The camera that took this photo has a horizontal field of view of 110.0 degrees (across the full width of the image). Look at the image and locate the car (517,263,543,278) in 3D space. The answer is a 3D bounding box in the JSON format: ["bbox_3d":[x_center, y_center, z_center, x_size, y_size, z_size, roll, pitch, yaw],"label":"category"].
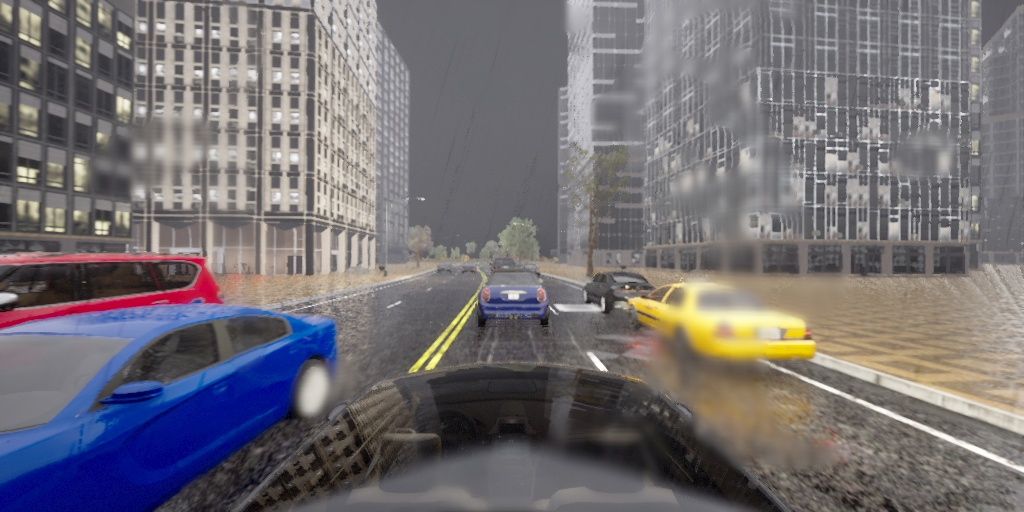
[{"bbox_3d":[1.875,1.556,39.149,2.033,1.411,5.357,0,0,-5],"label":"car"}]

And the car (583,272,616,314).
[{"bbox_3d":[4.151,1.358,14.372,1.837,1.490,4.892,0,0,-1],"label":"car"}]

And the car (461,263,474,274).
[{"bbox_3d":[-5.510,1.568,46.014,2.033,1.411,5.357,0,0,-6],"label":"car"}]

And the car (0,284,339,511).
[{"bbox_3d":[-3.394,1.218,3.024,1.882,1.535,5.008,0,0,0],"label":"car"}]

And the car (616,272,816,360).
[{"bbox_3d":[4.232,1.271,8.469,1.801,1.575,5.366,0,0,0],"label":"car"}]

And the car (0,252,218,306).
[{"bbox_3d":[-6.622,0.956,4.674,2.150,2.045,5.566,0,0,0],"label":"car"}]

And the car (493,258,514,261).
[{"bbox_3d":[-0.824,1.166,31.968,2.150,2.045,5.566,0,0,-4],"label":"car"}]

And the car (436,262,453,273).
[{"bbox_3d":[-8.993,1.524,47.946,1.837,1.490,4.892,0,-1,-6],"label":"car"}]

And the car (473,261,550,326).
[{"bbox_3d":[0.016,1.169,12.155,2.097,1.767,4.553,0,0,-1],"label":"car"}]
